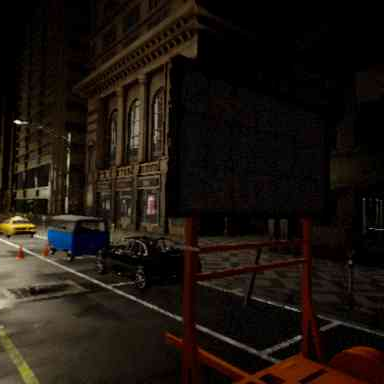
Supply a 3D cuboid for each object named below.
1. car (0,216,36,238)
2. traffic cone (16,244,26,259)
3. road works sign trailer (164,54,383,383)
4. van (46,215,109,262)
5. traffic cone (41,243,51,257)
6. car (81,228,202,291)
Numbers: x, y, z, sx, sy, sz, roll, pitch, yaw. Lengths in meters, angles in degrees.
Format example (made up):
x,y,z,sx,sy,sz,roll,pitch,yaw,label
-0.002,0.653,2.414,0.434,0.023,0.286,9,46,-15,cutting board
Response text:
x,y,z,sx,sy,sz,roll,pitch,yaw,label
-12.399,2.410,23.476,1.752,1.417,4.829,4,-4,-40,car
-7.179,2.492,13.952,0.340,0.580,0.340,4,-4,-40,traffic cone
0.587,0.664,3.554,2.380,3.560,2.880,4,-4,-40,road works sign trailer
-5.119,1.958,14.702,1.690,1.788,3.998,4,-4,-40,van
-6.409,2.540,14.588,0.340,0.580,0.340,4,-4,-40,traffic cone
-1.540,2.036,10.367,2.008,1.369,4.403,4,-4,-40,car
